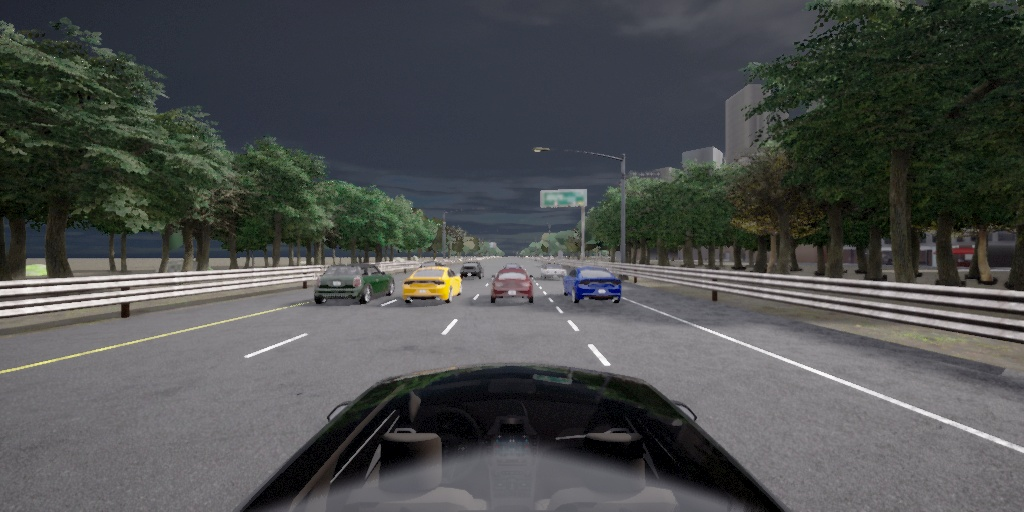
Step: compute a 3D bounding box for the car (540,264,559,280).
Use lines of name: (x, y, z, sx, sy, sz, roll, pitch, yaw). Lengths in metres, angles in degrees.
car: (3.548, 1.354, 31.464, 1.895, 1.301, 4.718, 0, 0, 0)

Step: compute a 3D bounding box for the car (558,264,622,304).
car: (3.511, 1.233, 16.454, 1.882, 1.535, 5.008, 0, 0, 0)

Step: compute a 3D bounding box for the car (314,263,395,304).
car: (-6.988, 1.114, 16.441, 2.097, 1.767, 4.553, 0, 0, 0)

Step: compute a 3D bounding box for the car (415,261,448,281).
car: (-6.952, 1.255, 31.467, 1.837, 1.490, 4.892, 0, 0, 0)

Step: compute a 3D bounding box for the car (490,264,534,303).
car: (0.011, 1.281, 16.460, 1.812, 1.442, 4.674, 0, 0, 0)

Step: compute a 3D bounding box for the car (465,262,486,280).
car: (-3.452, 1.254, 31.456, 1.837, 1.490, 4.892, 0, 0, 0)

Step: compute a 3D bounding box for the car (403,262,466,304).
car: (-3.488, 1.233, 16.466, 1.882, 1.535, 5.008, 0, 0, 0)
